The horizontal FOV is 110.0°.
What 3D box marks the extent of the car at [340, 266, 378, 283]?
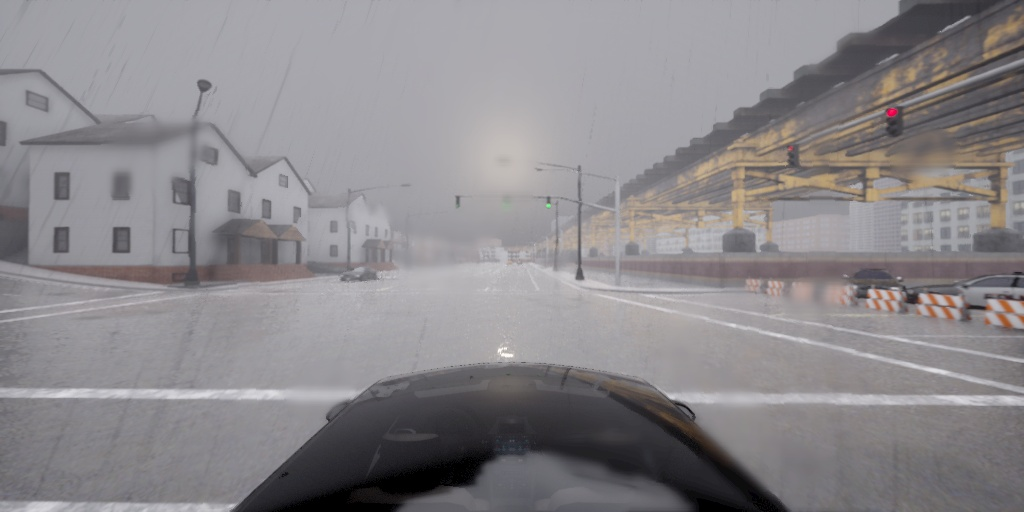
[{"bbox_3d":[-13.696,1.653,32.402,1.812,1.442,4.674,0,0,1],"label":"car"}]
